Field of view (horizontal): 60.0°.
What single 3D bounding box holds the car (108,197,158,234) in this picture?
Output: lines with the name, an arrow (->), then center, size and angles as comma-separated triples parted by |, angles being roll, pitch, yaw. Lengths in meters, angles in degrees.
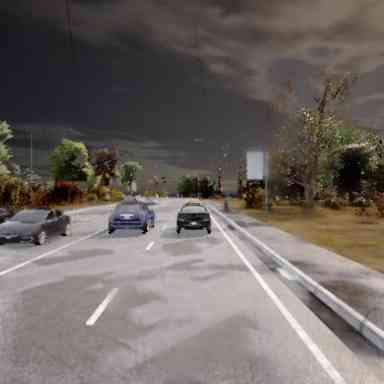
car -> -3.401, 1.355, 19.546 | 2.097, 1.767, 4.553 | 0, 0, 0

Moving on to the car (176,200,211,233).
car -> 0.098, 1.481, 19.774 | 1.882, 1.535, 5.008 | 0, 0, 0

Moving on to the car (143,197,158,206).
car -> -7.060, 1.611, 56.851 | 1.895, 1.301, 4.718 | 0, 0, 1

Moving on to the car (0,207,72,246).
car -> -7.101, 1.507, 15.288 | 1.837, 1.490, 4.892 | 0, 0, 0
